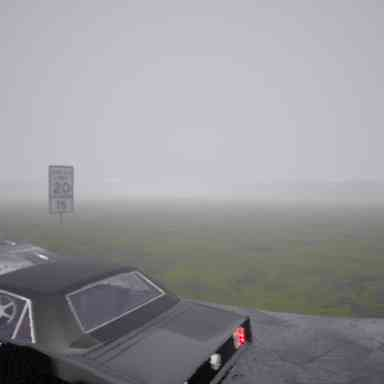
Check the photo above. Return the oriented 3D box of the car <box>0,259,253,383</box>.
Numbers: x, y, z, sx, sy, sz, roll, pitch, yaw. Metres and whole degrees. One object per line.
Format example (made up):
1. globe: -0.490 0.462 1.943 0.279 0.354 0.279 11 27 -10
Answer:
1. car: -1.794 1.547 4.082 4.718 1.301 1.895 1 1 29
